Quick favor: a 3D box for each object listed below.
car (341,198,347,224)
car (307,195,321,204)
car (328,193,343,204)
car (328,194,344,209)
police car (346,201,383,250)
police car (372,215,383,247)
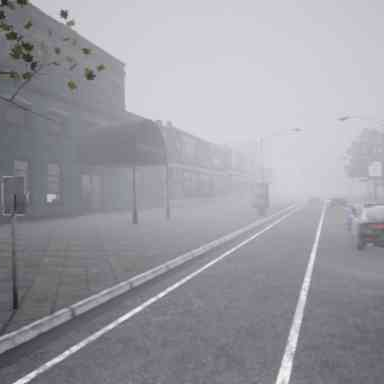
[{"bbox_3d":[9.736,1.281,18.779,1.882,1.535,5.008,-2,0,22],"label":"car"},{"bbox_3d":[18.921,1.191,51.380,1.895,1.301,4.718,-2,0,22],"label":"car"},{"bbox_3d":[22.460,1.006,52.111,2.033,1.411,5.357,-2,0,22],"label":"car"},{"bbox_3d":[17.312,1.151,39.547,1.837,1.490,4.892,-2,0,23],"label":"car"},{"bbox_3d":[7.495,1.266,13.331,1.930,1.638,5.238,-2,0,22],"label":"police car"},{"bbox_3d":[3.694,1.331,4.082,1.930,1.638,5.238,-2,0,22],"label":"police car"}]
